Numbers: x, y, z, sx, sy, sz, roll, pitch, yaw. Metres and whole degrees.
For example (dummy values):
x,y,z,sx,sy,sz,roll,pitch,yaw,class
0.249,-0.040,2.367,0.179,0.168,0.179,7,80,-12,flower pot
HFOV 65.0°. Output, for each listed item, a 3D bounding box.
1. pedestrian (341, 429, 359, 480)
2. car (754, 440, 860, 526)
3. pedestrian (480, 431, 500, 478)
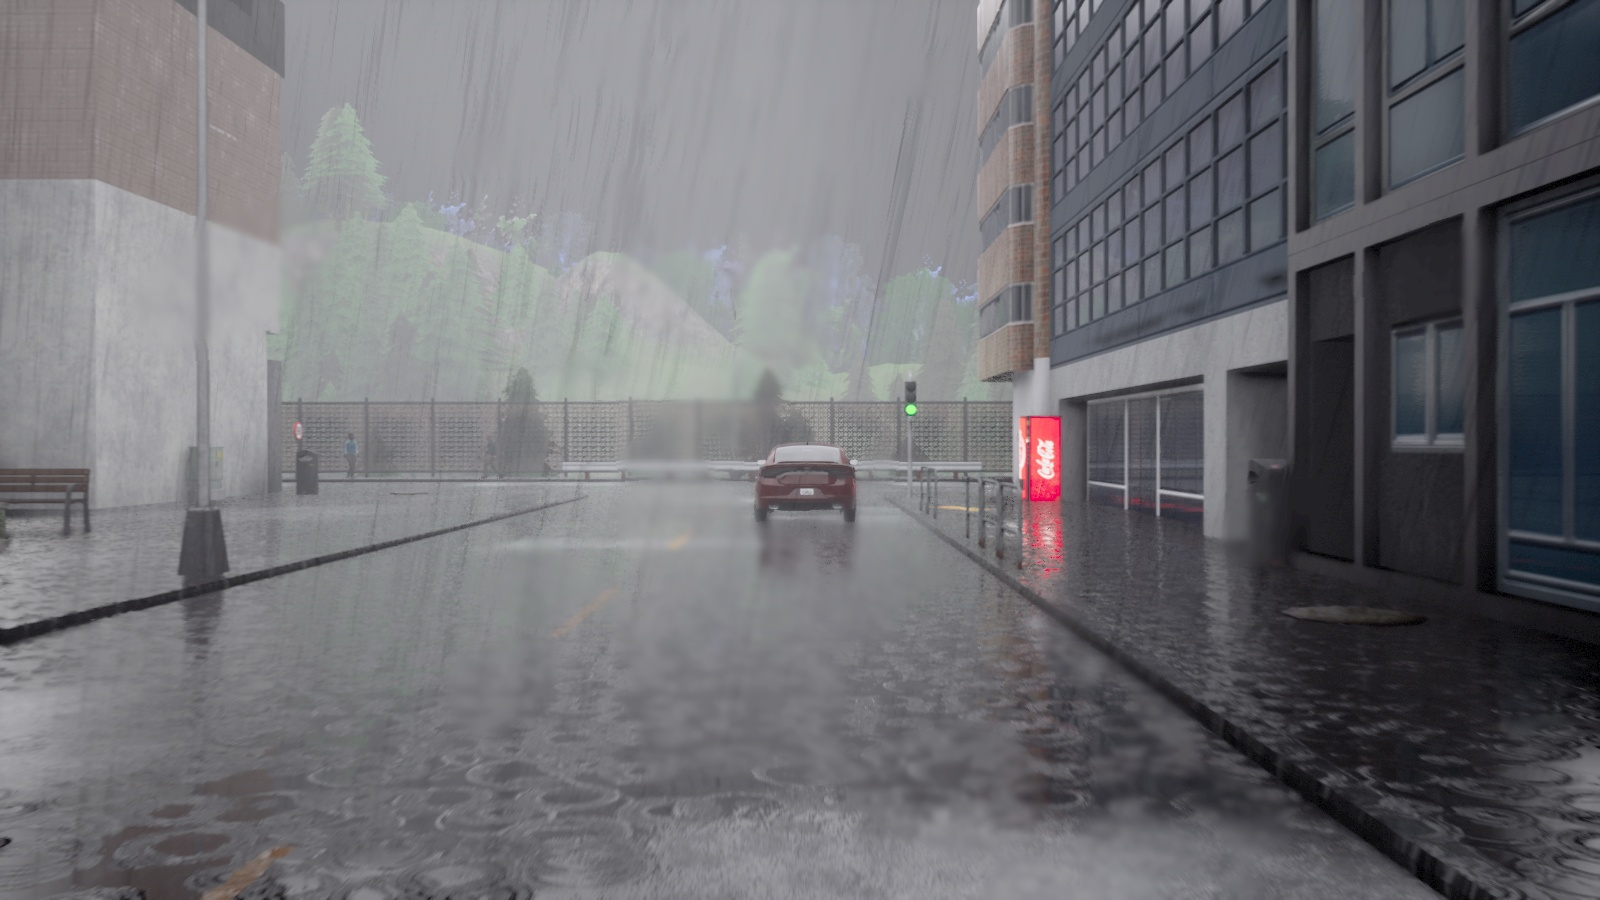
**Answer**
x,y,z,sx,sy,sz,roll,pitch,yaw,class
-17.414,0.168,48.606,0.692,1.930,0.396,0,0,44,pedestrian
0.152,0.584,24.845,1.882,1.535,5.008,0,0,1,car
-12.026,0.172,48.671,0.726,1.842,0.402,0,0,-10,pedestrian
